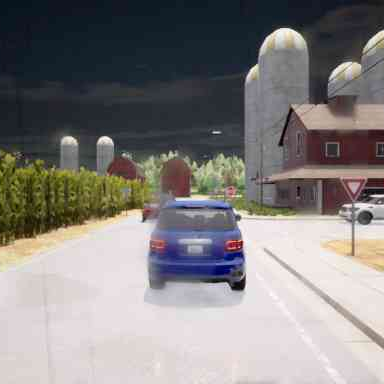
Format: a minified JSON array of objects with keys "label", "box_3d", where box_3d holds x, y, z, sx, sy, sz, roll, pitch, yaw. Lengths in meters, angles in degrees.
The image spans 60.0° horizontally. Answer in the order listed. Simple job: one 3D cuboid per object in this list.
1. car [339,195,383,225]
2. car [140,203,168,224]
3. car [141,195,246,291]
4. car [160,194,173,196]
[{"label":"car","box_3d":[13.312,1.195,23.262,5.566,2.045,2.150,0,0,-1]},{"label":"car","box_3d":[-3.047,1.598,26.019,1.895,1.301,4.718,0,0,-10]},{"label":"car","box_3d":[0.217,1.221,9.220,2.150,2.045,5.566,0,0,3]},{"label":"car","box_3d":[-3.407,1.225,44.681,2.150,2.045,5.566,0,0,0]}]
